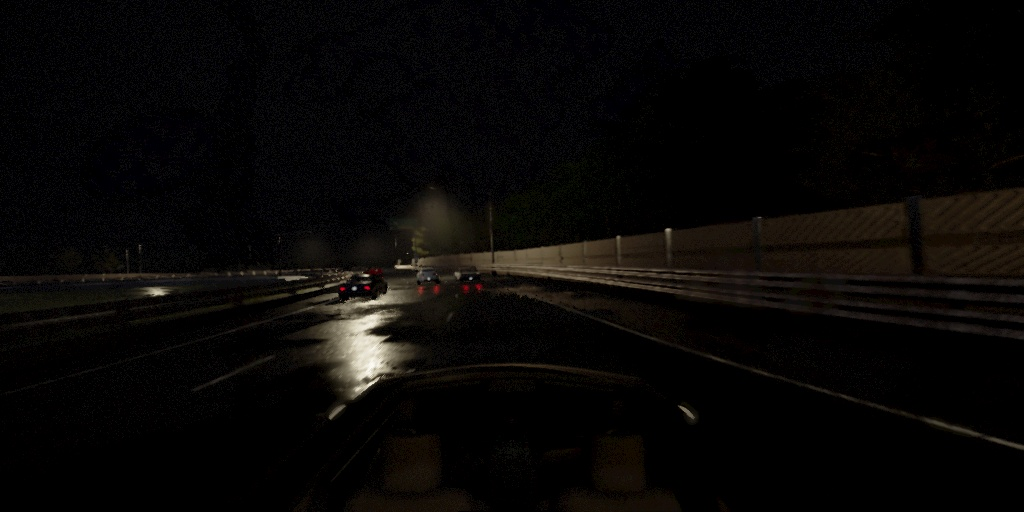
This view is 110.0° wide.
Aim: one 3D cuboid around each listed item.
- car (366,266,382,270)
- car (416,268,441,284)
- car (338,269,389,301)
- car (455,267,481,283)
[{"bbox_3d":[-21.727,2.338,56.321,2.097,1.767,4.553,-2,0,-33],"label":"car"},{"bbox_3d":[-7.861,1.791,33.326,1.812,1.442,4.674,-2,0,-16],"label":"car"},{"bbox_3d":[-8.616,1.774,21.152,2.033,1.411,5.357,-2,0,-10],"label":"car"},{"bbox_3d":[-4.175,1.710,33.227,1.895,1.301,4.718,-2,0,-16],"label":"car"}]
